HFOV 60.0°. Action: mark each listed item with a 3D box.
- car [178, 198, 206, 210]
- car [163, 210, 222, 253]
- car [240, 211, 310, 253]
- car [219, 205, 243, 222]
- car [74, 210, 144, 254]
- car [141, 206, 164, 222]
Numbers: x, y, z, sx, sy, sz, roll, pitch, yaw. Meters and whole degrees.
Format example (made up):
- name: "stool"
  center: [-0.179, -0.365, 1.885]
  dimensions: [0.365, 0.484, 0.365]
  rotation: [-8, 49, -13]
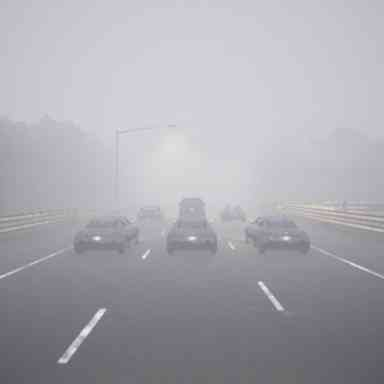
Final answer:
- name: "car"
  center: [0.004, 1.499, 29.011]
  dimensions: [2.150, 2.045, 5.566]
  rotation: [0, 0, 0]
- name: "car"
  center: [0.007, 1.707, 14.308]
  dimensions: [1.994, 1.385, 4.181]
  rotation: [0, -1, 0]
- name: "car"
  center: [3.508, 1.707, 14.338]
  dimensions: [1.994, 1.385, 4.181]
  rotation: [0, -1, 0]
- name: "car"
  center: [3.510, 1.849, 29.320]
  dimensions: [1.994, 1.385, 4.181]
  rotation: [0, 0, 0]
- name: "car"
  center: [-3.494, 1.707, 14.288]
  dimensions: [1.994, 1.385, 4.181]
  rotation: [0, -1, 0]
- name: "car"
  center: [-3.495, 1.883, 29.105]
  dimensions: [1.895, 1.301, 4.718]
  rotation: [0, 0, 0]
